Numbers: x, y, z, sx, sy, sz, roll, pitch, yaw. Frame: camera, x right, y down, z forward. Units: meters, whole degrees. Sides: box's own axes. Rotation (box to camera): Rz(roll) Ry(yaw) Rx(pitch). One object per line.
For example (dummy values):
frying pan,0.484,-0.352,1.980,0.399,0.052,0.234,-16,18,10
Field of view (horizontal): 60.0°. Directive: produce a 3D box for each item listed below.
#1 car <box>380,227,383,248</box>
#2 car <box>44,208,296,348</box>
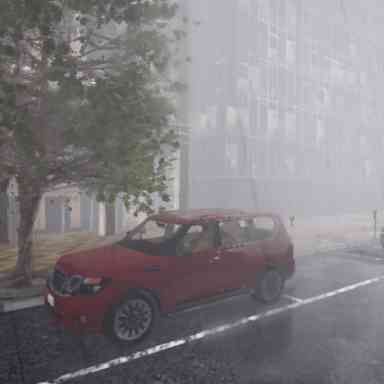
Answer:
car,9.128,1.483,13.060,4.507,1.381,1.887,0,1,-35
car,-0.081,1.300,6.486,5.009,1.841,2.192,0,1,-35
